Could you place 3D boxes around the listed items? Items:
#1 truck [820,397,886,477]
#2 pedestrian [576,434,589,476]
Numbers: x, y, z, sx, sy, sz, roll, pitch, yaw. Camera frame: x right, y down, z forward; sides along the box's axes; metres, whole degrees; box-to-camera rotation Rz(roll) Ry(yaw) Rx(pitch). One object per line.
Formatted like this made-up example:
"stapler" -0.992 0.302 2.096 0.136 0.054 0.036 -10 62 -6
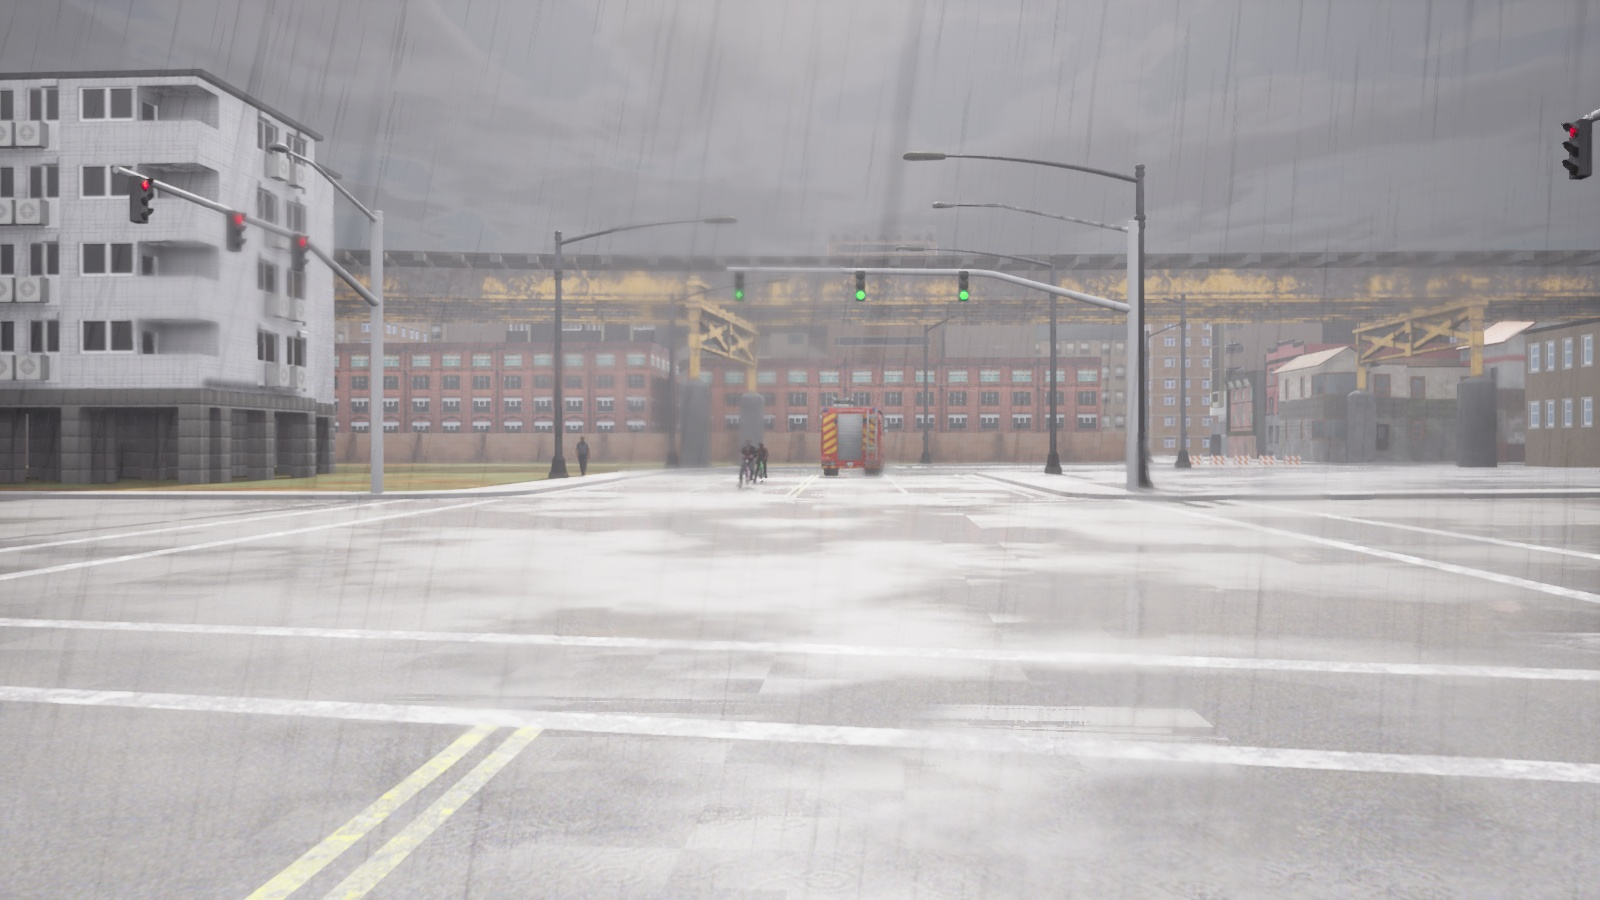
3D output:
"truck" 2.837 -0.638 64.872 2.891 3.827 8.468 0 0 6
"pedestrian" -9.532 0.212 55.086 0.540 1.848 0.694 0 0 -7
